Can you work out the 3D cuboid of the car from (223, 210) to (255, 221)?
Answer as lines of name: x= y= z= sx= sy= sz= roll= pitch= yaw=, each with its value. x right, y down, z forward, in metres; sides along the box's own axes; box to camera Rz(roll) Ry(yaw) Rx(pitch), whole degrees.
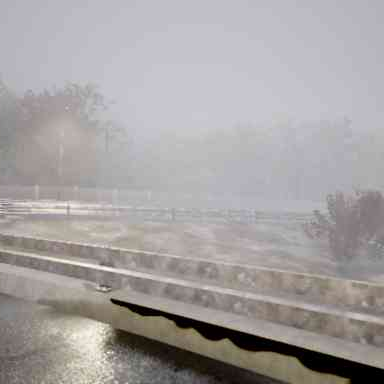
car: x=5.953 y=2.935 z=42.523 sx=4.181 sy=1.385 sz=1.994 roll=4 pitch=-1 yaw=-24
